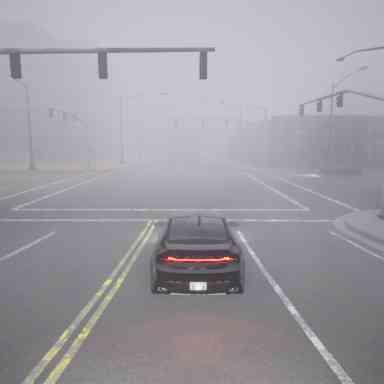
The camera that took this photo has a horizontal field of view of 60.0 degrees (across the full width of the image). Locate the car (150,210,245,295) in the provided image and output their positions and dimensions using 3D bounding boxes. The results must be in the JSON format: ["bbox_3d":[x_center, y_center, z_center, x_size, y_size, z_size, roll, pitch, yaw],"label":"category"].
[{"bbox_3d":[0.112,1.198,8.097,1.837,1.490,4.892,0,4,0],"label":"car"}]

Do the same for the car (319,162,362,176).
[{"bbox_3d":[15.867,-2.456,35.616,4.181,1.385,1.994,0,8,0],"label":"car"}]
